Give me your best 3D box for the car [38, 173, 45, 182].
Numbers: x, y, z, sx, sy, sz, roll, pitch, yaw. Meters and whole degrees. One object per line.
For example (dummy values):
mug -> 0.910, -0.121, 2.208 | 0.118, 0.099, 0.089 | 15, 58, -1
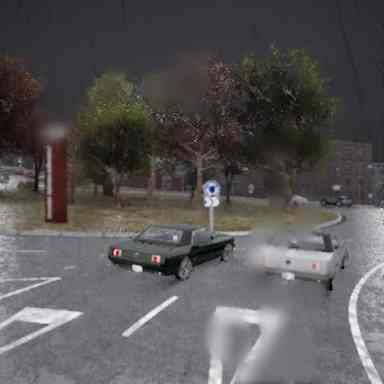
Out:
car -> -35.256, -3.264, 83.135 | 2.002, 1.452, 4.674 | 7, 5, 27

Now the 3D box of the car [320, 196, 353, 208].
car -> 19.437, 1.249, 44.893 | 2.128, 1.511, 4.902 | 0, 1, -16

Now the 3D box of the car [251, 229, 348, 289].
car -> 3.384, 1.750, 9.744 | 1.895, 1.301, 4.718 | 2, -1, 30

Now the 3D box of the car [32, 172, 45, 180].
car -> -37.398, -3.640, 85.182 | 1.946, 1.575, 5.366 | 7, 5, 27

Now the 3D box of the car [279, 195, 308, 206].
car -> 14.747, 1.198, 48.464 | 1.812, 1.442, 4.674 | 0, 1, -25

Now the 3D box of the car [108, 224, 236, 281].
car -> -0.284, 1.658, 10.244 | 1.895, 1.301, 4.718 | 2, 0, 29
